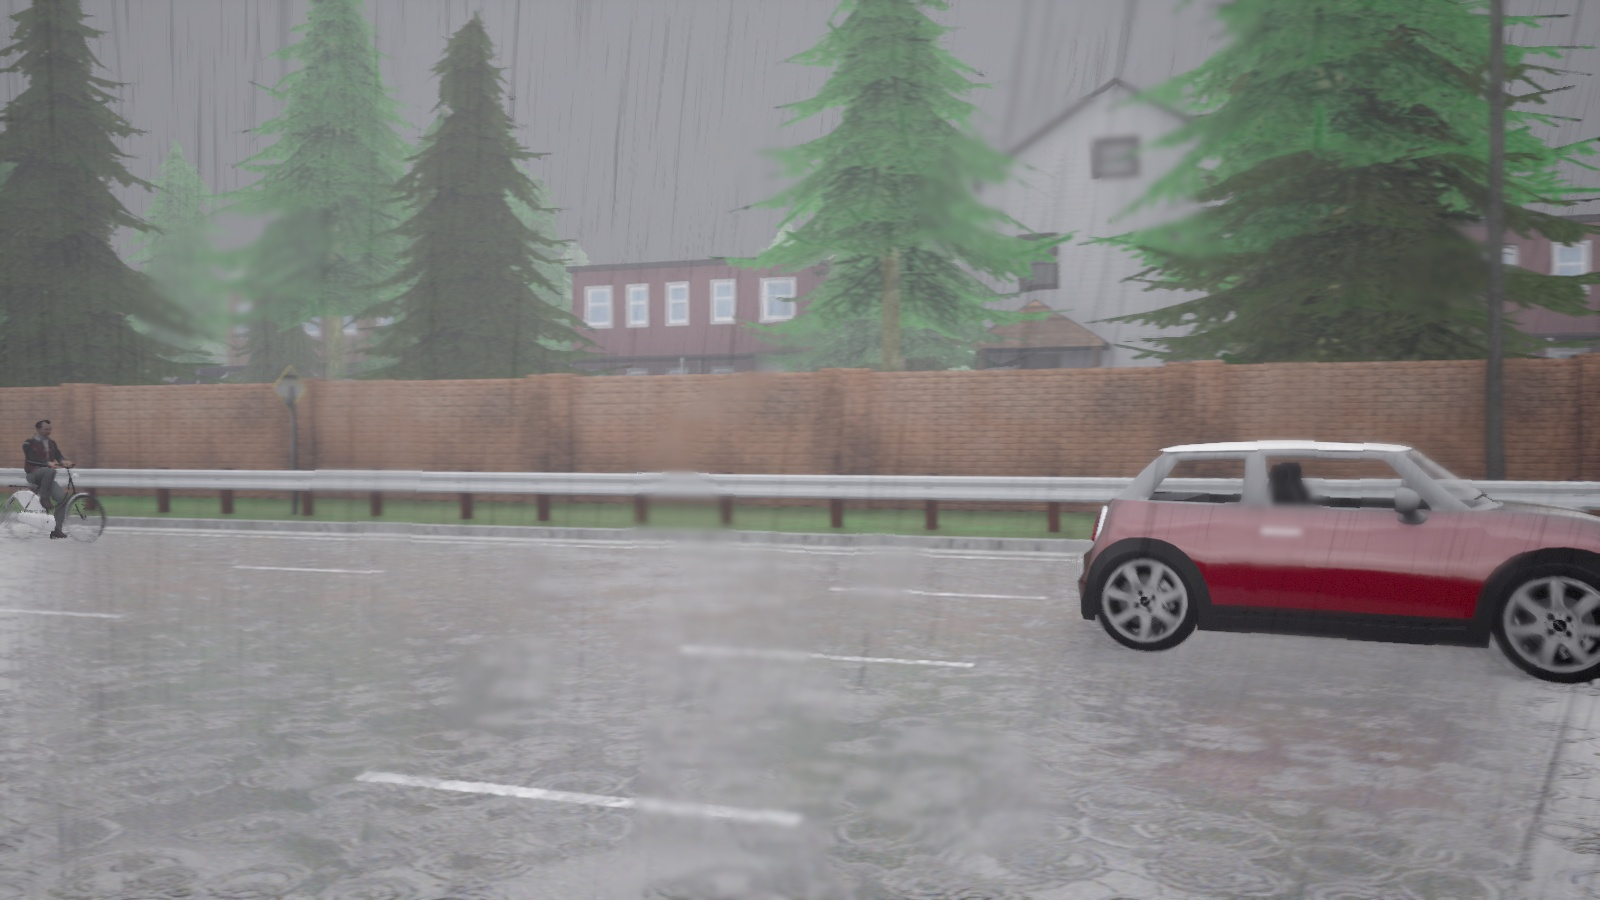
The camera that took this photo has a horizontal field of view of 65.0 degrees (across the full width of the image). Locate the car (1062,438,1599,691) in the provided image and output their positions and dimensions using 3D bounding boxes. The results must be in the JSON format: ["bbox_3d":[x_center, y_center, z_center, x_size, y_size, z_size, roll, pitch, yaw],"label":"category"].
[{"bbox_3d":[4.012,0.664,8.926,3.806,1.475,1.970,1,1,27],"label":"car"}]

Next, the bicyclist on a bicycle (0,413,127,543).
[{"bbox_3d":[-10.546,0.372,17.816,1.843,1.776,0.659,0,1,19],"label":"bicyclist on a bicycle"}]
